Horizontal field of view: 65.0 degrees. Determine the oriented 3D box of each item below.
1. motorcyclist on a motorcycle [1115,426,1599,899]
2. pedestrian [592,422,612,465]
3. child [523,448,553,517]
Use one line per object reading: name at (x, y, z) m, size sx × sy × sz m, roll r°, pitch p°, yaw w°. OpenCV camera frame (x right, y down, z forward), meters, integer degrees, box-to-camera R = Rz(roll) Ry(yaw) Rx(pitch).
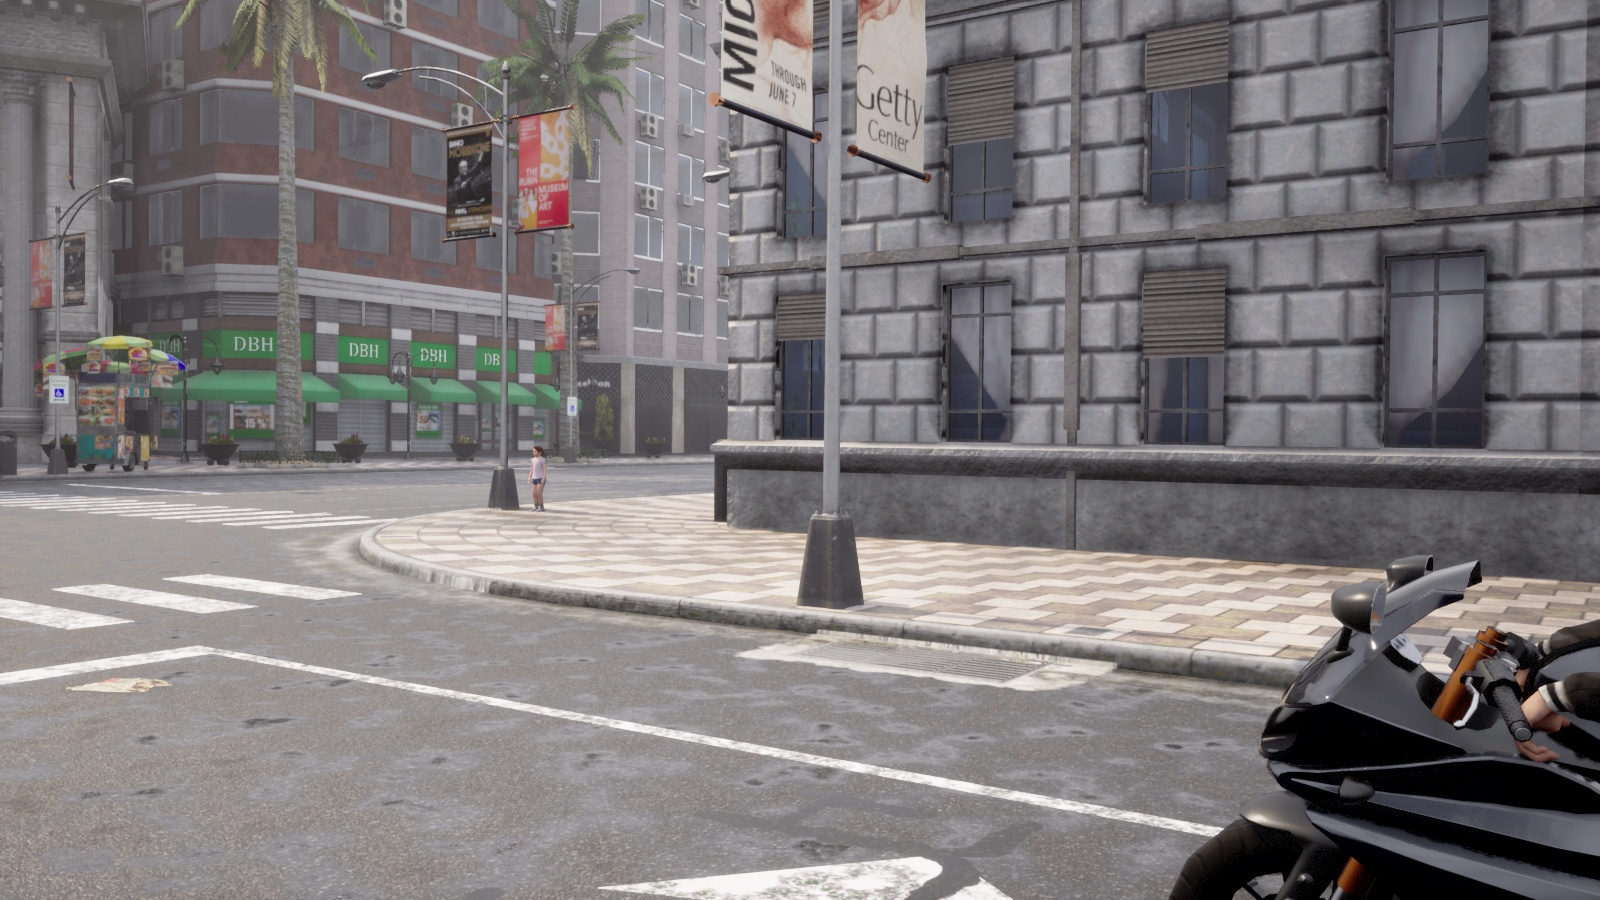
motorcyclist on a motorcycle at (1.824, 0.717, 2.412) m, size 2.191 × 1.530 × 0.866 m, roll 0°, pitch 1°, yaw 34°
pedestrian at (-9.017, -0.312, 57.247) m, size 0.788 × 1.949 × 0.423 m, roll -1°, pitch 1°, yaw -38°
child at (-4.263, 0.527, 20.450) m, size 0.255 × 1.110 × 0.394 m, roll 0°, pitch 1°, yaw 42°
